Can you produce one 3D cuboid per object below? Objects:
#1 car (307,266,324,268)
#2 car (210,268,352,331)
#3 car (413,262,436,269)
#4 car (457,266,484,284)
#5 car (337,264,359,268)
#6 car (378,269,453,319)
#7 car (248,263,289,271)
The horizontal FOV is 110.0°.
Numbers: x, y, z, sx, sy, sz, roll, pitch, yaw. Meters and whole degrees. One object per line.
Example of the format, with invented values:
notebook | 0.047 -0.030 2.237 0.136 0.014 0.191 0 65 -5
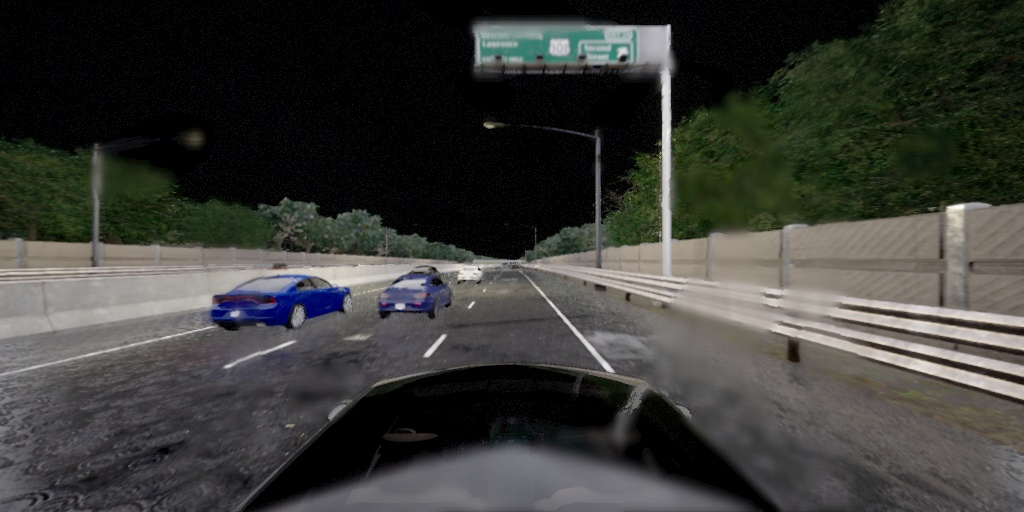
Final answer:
car | -21.082 1.715 38.450 1.994 1.385 4.181 0 -1 0
car | -6.904 1.316 11.433 1.882 1.535 5.008 0 0 0
car | -6.905 1.518 28.866 1.837 1.490 4.892 0 0 0
car | -3.404 1.552 29.984 1.812 1.442 4.674 0 -1 0
car | -17.587 1.626 38.303 1.882 1.535 5.008 0 -1 0
car | -3.402 1.380 13.213 1.812 1.442 4.674 0 0 0
car | -24.584 1.469 36.344 2.097 1.767 4.553 0 -1 0
